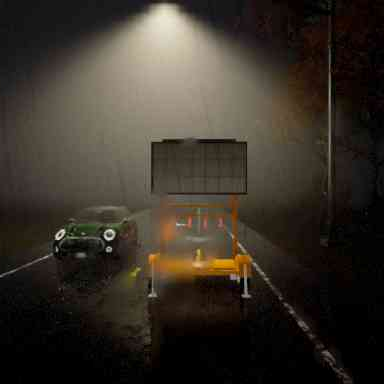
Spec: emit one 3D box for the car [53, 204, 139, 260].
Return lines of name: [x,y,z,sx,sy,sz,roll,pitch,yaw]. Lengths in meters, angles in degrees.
car: [-3.368,1.348,12.430,2.097,1.767,4.553,0,0,1]

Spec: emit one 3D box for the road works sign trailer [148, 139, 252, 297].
road works sign trailer: [0.181,0.462,8.519,2.380,3.560,2.880,0,0,1]
